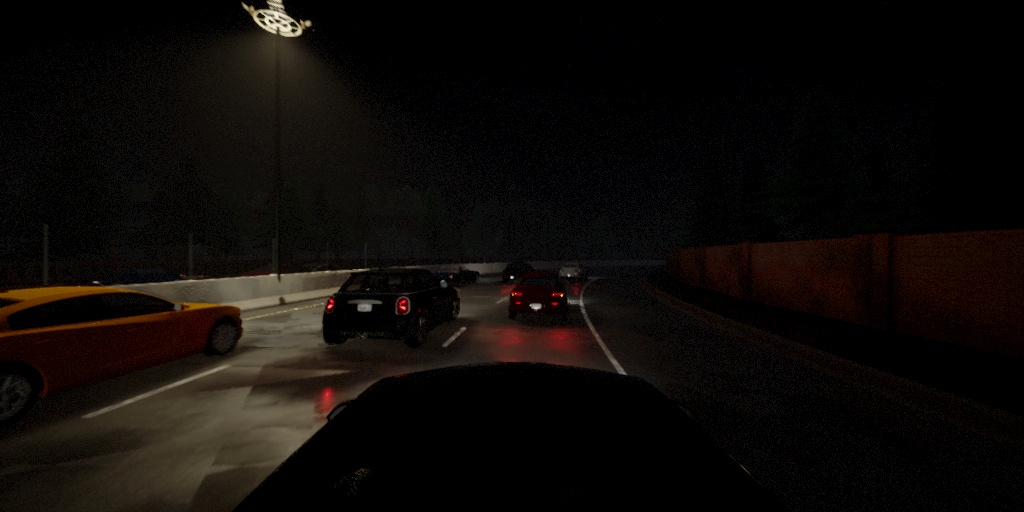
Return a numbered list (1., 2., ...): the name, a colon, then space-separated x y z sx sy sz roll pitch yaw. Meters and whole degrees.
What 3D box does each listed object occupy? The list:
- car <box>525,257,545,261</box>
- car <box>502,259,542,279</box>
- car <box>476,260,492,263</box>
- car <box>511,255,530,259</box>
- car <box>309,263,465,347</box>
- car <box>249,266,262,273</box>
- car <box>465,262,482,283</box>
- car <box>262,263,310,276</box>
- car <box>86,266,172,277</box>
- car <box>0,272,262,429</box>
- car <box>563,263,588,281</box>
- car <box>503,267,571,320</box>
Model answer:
1. car: 4.492 1.292 59.427 1.994 1.385 4.181 0 0 35
2. car: 0.691 1.240 27.425 1.837 1.490 4.892 0 0 17
3. car: -4.877 1.255 57.899 1.994 1.385 4.181 0 0 32
4. car: 1.310 0.932 61.071 2.150 2.045 5.566 0 0 35
5. car: -2.852 1.085 9.503 2.097 1.767 4.553 0 0 5
6. car: -15.117 1.199 22.866 1.812 1.442 4.674 0 0 13
7. car: -3.806 1.319 24.492 1.895 1.301 4.718 0 0 14
8. car: -11.844 1.193 21.443 1.837 1.490 4.892 0 0 12
9. car: -19.503 1.222 18.352 1.994 1.385 4.181 0 0 10
10. car: -6.664 1.198 5.514 1.882 1.535 5.008 0 0 2
11. car: 5.152 1.277 29.902 1.812 1.442 4.674 0 0 19
12. car: 1.006 1.272 12.578 1.812 1.442 4.674 0 0 8
